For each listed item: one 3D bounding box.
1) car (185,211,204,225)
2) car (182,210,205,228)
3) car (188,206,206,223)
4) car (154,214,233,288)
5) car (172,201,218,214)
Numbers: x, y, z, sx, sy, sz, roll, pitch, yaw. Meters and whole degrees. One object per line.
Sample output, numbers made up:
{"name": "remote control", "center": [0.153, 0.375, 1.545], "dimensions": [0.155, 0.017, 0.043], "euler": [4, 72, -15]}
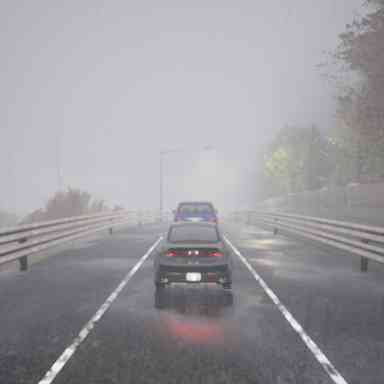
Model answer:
{"name": "car", "center": [0.329, 2.663, 34.574], "dimensions": [1.895, 1.301, 4.718], "euler": [0, -4, 2]}
{"name": "car", "center": [0.183, 2.247, 28.588], "dimensions": [1.812, 1.442, 4.674], "euler": [0, -3, 1]}
{"name": "car", "center": [0.740, 2.828, 42.882], "dimensions": [2.150, 2.045, 5.566], "euler": [0, -3, 3]}
{"name": "car", "center": [0.039, 1.575, 9.409], "dimensions": [1.837, 1.490, 4.892], "euler": [0, -1, 0]}
{"name": "car", "center": [0.160, 1.464, 16.808], "dimensions": [2.150, 2.045, 5.566], "euler": [0, -1, 0]}
